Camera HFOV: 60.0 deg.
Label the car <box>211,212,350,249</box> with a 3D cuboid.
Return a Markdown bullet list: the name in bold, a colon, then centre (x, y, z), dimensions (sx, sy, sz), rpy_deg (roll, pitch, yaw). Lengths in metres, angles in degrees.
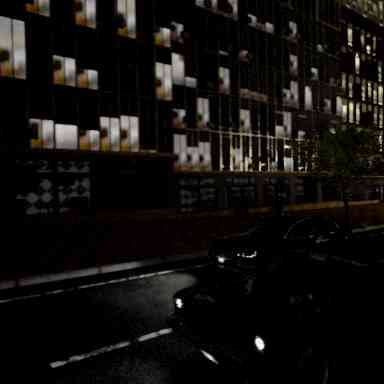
- **car**: centre (2.705, 1.390, 9.551), dimensions (4.892, 1.490, 1.837), rpy_deg (-1, 0, -35)

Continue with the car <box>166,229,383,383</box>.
- **car**: centre (1.996, 1.534, 5.074), dimensions (4.718, 1.301, 1.895), rpy_deg (-1, 1, -35)
